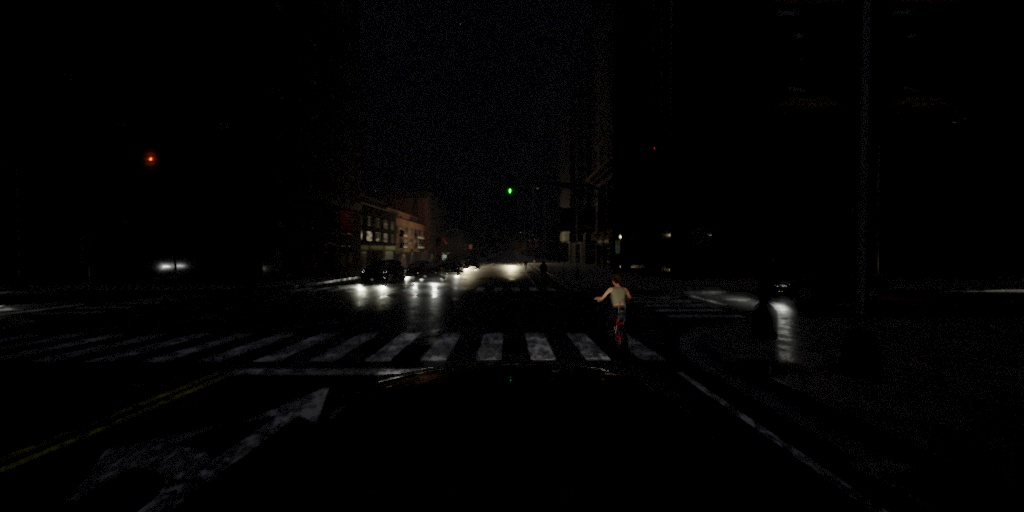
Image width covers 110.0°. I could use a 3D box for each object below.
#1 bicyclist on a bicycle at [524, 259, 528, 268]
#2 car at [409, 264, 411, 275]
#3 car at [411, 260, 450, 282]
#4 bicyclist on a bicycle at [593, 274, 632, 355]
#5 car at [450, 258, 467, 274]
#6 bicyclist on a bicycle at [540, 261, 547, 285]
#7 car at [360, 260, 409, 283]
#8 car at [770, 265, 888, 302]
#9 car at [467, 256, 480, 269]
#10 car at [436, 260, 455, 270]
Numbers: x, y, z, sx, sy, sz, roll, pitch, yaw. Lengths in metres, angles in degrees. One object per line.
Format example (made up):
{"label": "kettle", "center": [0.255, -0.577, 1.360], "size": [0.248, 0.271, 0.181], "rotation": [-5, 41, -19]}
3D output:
{"label": "bicyclist on a bicycle", "center": [2.249, 1.194, 58.018], "size": [0.866, 1.612, 1.509], "rotation": [0, 0, 0]}
{"label": "car", "center": [-9.850, 1.236, 38.594], "size": [1.882, 1.535, 5.008], "rotation": [0, 0, 0]}
{"label": "car", "center": [-6.595, 1.281, 29.352], "size": [1.812, 1.442, 4.674], "rotation": [0, 0, -1]}
{"label": "bicyclist on a bicycle", "center": [2.220, 1.186, 7.724], "size": [0.866, 1.612, 1.509], "rotation": [0, 0, 0]}
{"label": "car", "center": [-6.599, 1.264, 40.463], "size": [1.837, 1.490, 4.892], "rotation": [0, 0, 0]}
{"label": "bicyclist on a bicycle", "center": [2.242, 1.207, 25.387], "size": [0.582, 1.620, 1.656], "rotation": [0, 0, 0]}
{"label": "car", "center": [-9.896, 1.107, 27.744], "size": [2.097, 1.767, 4.553], "rotation": [0, 0, 1]}
{"label": "car", "center": [13.608, 1.156, 15.827], "size": [4.892, 1.490, 1.837], "rotation": [-1, 1, -2]}
{"label": "car", "center": [-6.548, 0.980, 58.896], "size": [2.150, 2.045, 5.566], "rotation": [0, 0, 1]}
{"label": "car", "center": [-9.828, 1.323, 53.413], "size": [1.994, 1.385, 4.181], "rotation": [0, 0, 0]}
